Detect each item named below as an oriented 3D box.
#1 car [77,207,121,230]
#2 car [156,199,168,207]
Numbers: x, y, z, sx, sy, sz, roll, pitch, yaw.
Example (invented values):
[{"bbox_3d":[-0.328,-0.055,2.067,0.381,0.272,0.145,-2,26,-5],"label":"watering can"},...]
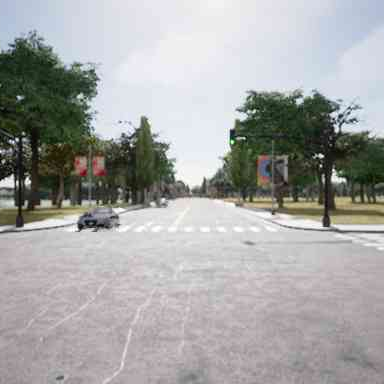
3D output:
[{"bbox_3d":[-6.133,1.732,22.249,1.994,1.385,4.181,0,0,1],"label":"car"},{"bbox_3d":[-5.535,2.031,61.219,2.128,1.511,4.902,0,-1,1],"label":"car"}]
